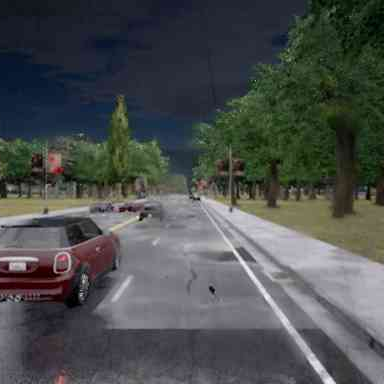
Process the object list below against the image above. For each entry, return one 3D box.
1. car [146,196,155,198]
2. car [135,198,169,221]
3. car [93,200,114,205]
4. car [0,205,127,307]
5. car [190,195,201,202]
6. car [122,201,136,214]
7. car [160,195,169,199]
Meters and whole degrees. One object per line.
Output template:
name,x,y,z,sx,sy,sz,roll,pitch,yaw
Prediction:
car,-9.751,1.513,78.348,1.895,1.301,4.718,0,0,0
car,-3.150,1.541,27.370,1.837,1.490,4.892,0,0,0
car,-9.842,1.613,36.638,1.994,1.385,4.181,0,0,0
car,-3.149,1.361,8.131,2.097,1.767,4.553,0,0,0
car,1.136,1.591,80.545,1.882,1.535,5.008,0,0,0
car,-6.595,1.649,35.869,1.895,1.301,4.718,0,0,0
car,-6.501,1.396,78.377,1.882,1.535,5.008,0,0,0
